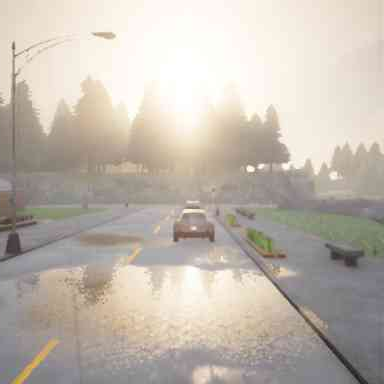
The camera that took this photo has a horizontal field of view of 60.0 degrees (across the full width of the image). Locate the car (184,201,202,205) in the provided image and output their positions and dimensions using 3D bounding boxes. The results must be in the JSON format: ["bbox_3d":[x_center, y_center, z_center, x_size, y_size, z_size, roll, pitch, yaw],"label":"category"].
[{"bbox_3d":[0.090,1.485,27.846,1.837,1.490,4.892,0,0,0],"label":"car"}]

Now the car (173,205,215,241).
[{"bbox_3d":[0.093,1.552,16.602,1.994,1.385,4.181,0,0,0],"label":"car"}]
